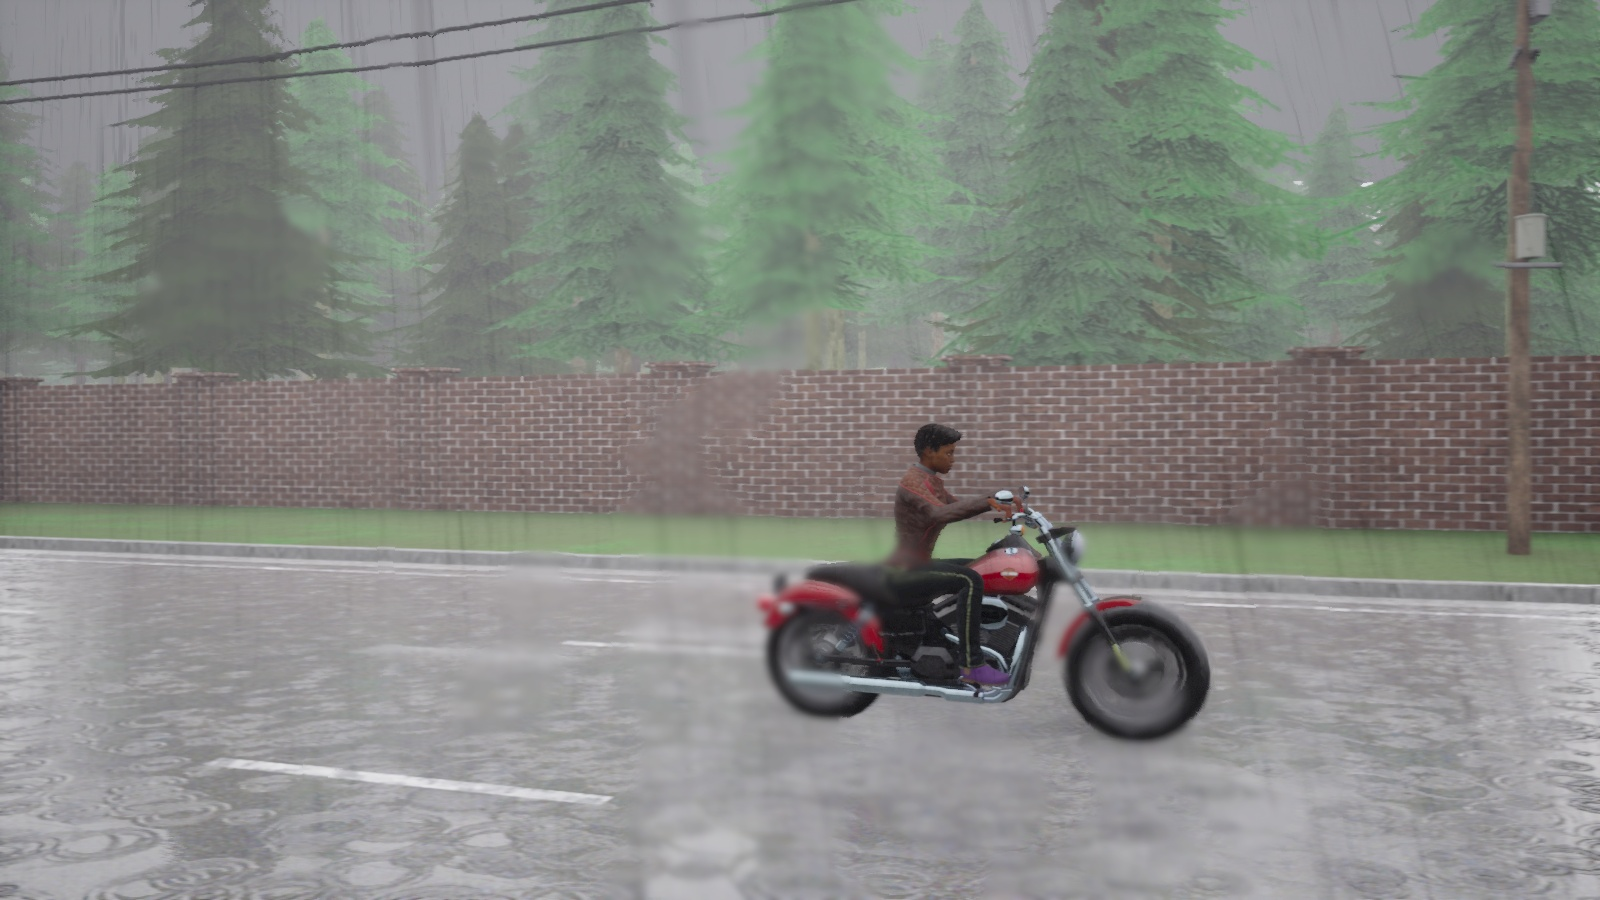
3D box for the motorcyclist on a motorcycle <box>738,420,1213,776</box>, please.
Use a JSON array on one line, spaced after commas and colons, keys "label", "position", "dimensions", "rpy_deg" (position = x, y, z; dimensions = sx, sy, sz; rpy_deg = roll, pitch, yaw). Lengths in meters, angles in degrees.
[{"label": "motorcyclist on a motorcycle", "position": [0.915, 0.675, 6.577], "dimensions": [2.350, 1.649, 0.766], "rpy_deg": [1, 1, 19]}]
